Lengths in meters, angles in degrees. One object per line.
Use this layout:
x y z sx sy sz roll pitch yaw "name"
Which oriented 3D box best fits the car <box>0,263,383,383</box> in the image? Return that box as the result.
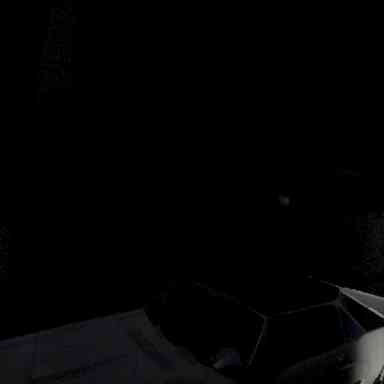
0.340 1.542 3.279 4.718 1.301 1.895 -1 1 -32 "car"
